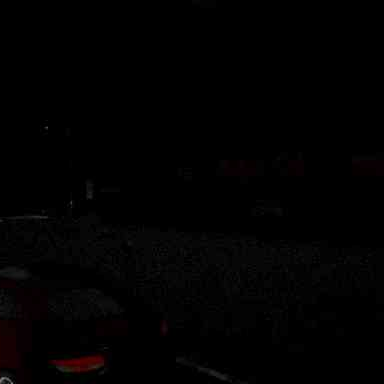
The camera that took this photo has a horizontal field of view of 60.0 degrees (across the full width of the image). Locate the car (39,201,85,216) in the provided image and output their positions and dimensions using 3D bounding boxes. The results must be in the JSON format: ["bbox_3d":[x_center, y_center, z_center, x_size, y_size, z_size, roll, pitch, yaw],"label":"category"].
[{"bbox_3d":[-12.460,1.560,32.074,1.994,1.385,4.181,-2,-1,36],"label":"car"}]

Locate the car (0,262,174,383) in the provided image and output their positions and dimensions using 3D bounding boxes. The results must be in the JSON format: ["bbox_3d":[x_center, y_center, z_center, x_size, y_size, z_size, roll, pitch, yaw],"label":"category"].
[{"bbox_3d":[-2.136,1.603,4.349,4.206,1.307,1.802,0,-1,36],"label":"car"}]
